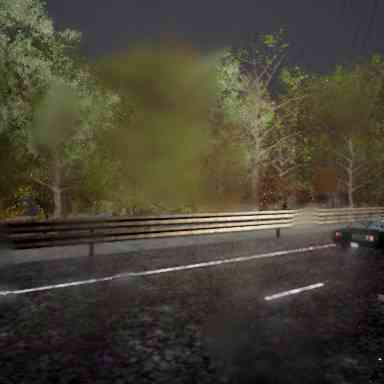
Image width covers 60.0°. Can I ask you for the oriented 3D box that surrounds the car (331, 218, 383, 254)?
[{"bbox_3d":[7.959,1.745,13.912,4.718,1.301,1.895,1,0,-36],"label":"car"}]
